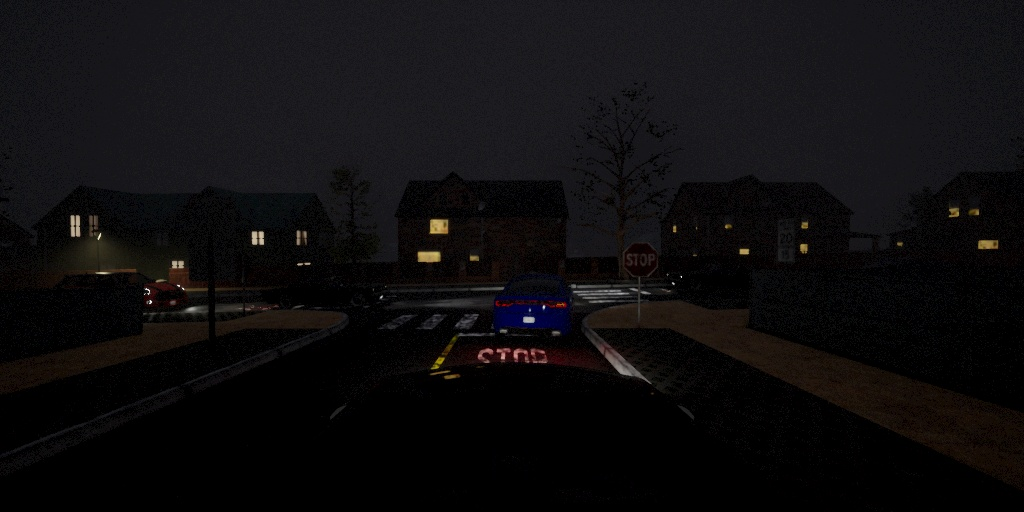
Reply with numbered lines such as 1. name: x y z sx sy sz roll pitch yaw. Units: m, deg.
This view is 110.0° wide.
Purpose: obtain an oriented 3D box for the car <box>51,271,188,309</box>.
1. car: -16.800 1.472 15.374 4.553 1.767 2.097 -1 1 0

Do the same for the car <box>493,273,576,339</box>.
1. car: 0.785 1.226 10.175 1.882 1.535 5.008 0 0 10

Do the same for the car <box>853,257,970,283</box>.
1. car: 20.055 0.753 18.348 5.357 1.411 2.033 -1 1 0

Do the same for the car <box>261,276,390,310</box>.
1. car: -7.813 1.506 15.382 4.718 1.301 1.895 -1 1 0

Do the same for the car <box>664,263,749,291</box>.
1. car: 10.409 1.034 18.311 4.718 1.301 1.895 -1 1 -1
